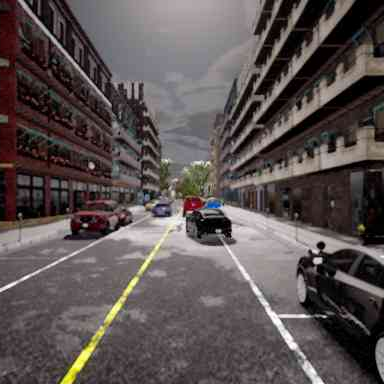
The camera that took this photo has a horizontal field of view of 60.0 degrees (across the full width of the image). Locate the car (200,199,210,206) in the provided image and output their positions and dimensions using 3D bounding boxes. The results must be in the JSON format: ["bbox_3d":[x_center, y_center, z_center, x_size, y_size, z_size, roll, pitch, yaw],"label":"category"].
[{"bbox_3d":[2.724,2.126,70.265,1.947,1.339,4.313,1,0,0],"label":"car"}]

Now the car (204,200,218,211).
[{"bbox_3d":[2.747,1.909,48.152,1.752,1.417,4.829,1,0,0],"label":"car"}]

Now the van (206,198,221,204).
[{"bbox_3d":[2.741,1.679,42.412,1.690,1.788,3.998,1,0,0],"label":"van"}]

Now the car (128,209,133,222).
[{"bbox_3d":[-5.659,1.787,25.744,1.802,1.307,4.206,1,0,0],"label":"car"}]

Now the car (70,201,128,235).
[{"bbox_3d":[-5.660,1.476,20.175,2.192,1.841,5.009,1,0,0],"label":"car"}]

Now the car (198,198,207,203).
[{"bbox_3d":[2.738,2.245,86.978,2.008,1.369,4.403,1,0,0],"label":"car"}]

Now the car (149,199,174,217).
[{"bbox_3d":[-3.071,1.806,35.195,1.812,1.442,4.674,0,0,0],"label":"car"}]

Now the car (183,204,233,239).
[{"bbox_3d":[0.841,1.654,18.567,1.837,1.490,4.892,0,0,-11],"label":"car"}]

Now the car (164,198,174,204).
[{"bbox_3d":[-5.614,2.201,81.454,2.008,1.369,4.403,1,0,0],"label":"car"}]

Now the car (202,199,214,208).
[{"bbox_3d":[2.728,2.016,59.123,1.887,1.381,4.507,1,0,0],"label":"car"}]

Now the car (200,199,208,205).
[{"bbox_3d":[2.729,2.187,75.836,1.802,1.307,4.206,1,0,0],"label":"car"}]

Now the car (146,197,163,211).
[{"bbox_3d":[-5.640,1.907,47.858,1.752,1.417,4.829,1,0,0],"label":"car"}]

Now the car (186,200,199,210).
[{"bbox_3d":[0.116,1.970,53.012,2.033,1.411,5.357,0,0,0],"label":"car"}]

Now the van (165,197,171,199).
[{"bbox_3d":[-5.625,1.858,64.742,1.690,1.788,3.998,1,0,0],"label":"van"}]

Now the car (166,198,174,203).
[{"bbox_3d":[-5.610,2.277,87.024,1.802,1.307,4.206,1,0,0],"label":"car"}]

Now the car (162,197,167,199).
[{"bbox_3d":[-5.637,1.993,53.599,1.947,1.339,4.313,1,0,0],"label":"car"}]

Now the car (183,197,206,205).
[{"bbox_3d":[0.116,1.527,38.105,2.150,2.045,5.566,0,0,0],"label":"car"}]

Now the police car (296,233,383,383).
[{"bbox_3d":[3.138,1.468,5.266,1.930,1.638,5.238,0,0,0],"label":"police car"}]
